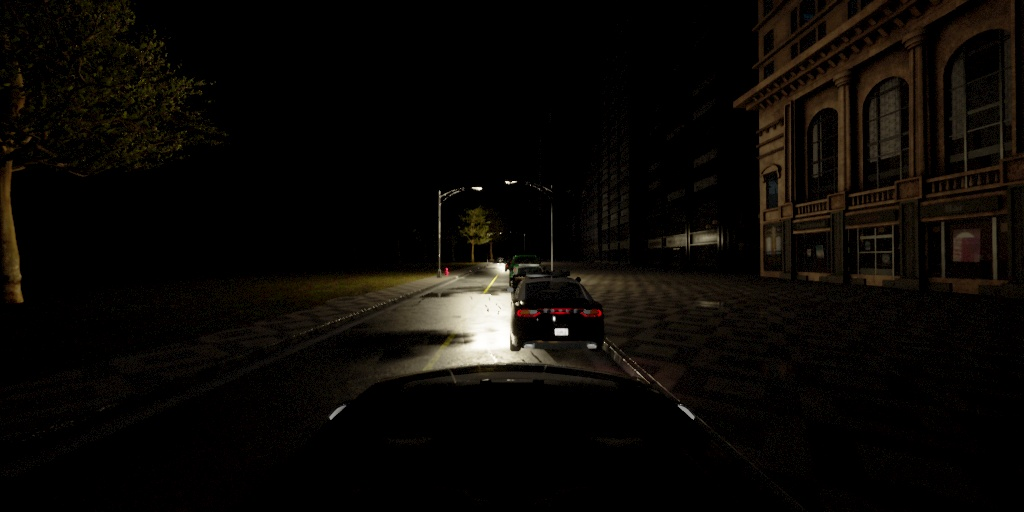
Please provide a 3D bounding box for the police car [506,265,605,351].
[{"bbox_3d":[0.897,1.182,9.116,1.930,1.638,5.238,0,0,0],"label":"police car"}]

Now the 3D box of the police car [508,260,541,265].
[{"bbox_3d":[0.894,1.187,19.117,1.930,1.638,5.238,0,0,0],"label":"police car"}]

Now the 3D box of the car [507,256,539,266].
[{"bbox_3d":[0.891,0.986,25.037,2.150,2.045,5.566,0,0,0],"label":"car"}]

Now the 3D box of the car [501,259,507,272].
[{"bbox_3d":[0.009,1.297,46.567,2.033,1.411,5.357,0,0,1],"label":"car"}]
